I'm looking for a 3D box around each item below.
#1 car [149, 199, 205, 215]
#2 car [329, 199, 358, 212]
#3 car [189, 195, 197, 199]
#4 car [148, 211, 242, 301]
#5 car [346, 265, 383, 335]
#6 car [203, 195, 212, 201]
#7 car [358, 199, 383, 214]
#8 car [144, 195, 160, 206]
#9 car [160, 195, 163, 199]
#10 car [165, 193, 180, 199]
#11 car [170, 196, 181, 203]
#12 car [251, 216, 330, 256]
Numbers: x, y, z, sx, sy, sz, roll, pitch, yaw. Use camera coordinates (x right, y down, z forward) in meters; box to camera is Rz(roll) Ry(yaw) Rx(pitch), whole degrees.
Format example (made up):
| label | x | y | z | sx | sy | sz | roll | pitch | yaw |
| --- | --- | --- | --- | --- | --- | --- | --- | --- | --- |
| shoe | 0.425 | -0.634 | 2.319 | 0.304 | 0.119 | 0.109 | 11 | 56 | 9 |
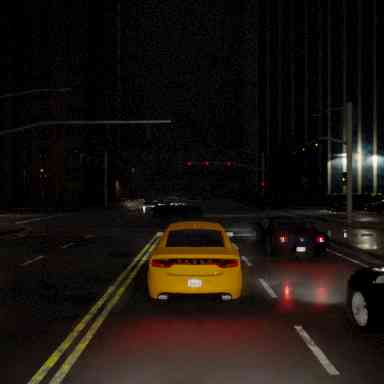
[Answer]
| label | x | y | z | sx | sy | sz | roll | pitch | yaw |
| --- | --- | --- | --- | --- | --- | --- | --- | --- | --- |
| car | -1.382 | 1.601 | 31.530 | 4.718 | 1.301 | 1.895 | 0 | 0 | 0 |
| car | 19.011 | 1.547 | 38.890 | 5.357 | 1.411 | 2.033 | 0 | 0 | 0 |
| car | 0.186 | 1.367 | 80.118 | 1.994 | 1.385 | 4.181 | 0 | 0 | 0 |
| car | 0.074 | 1.478 | 8.423 | 1.882 | 1.535 | 5.008 | 0 | 0 | 1 |
| car | 3.609 | 1.505 | 3.912 | 1.837 | 1.490 | 4.892 | 0 | 0 | 0 |
| car | 3.684 | 1.429 | 79.570 | 1.837 | 1.490 | 4.892 | 0 | 0 | 0 |
| car | 20.928 | 1.491 | 35.407 | 4.902 | 1.511 | 2.128 | 0 | 0 | -1 |
| car | -6.957 | 1.505 | 56.071 | 1.837 | 1.490 | 4.892 | 0 | 0 | 0 |
| car | -6.887 | 1.352 | 65.258 | 2.097 | 1.767 | 4.553 | 0 | 0 | 1 |
| car | -3.435 | 1.221 | 59.017 | 2.150 | 2.045 | 5.566 | 0 | 0 | 0 |
| car | -3.350 | 1.564 | 68.376 | 1.994 | 1.385 | 4.181 | 0 | 0 | 1 |
| car | 3.612 | 1.601 | 13.184 | 1.895 | 1.301 | 4.718 | 0 | 0 | 0 |
